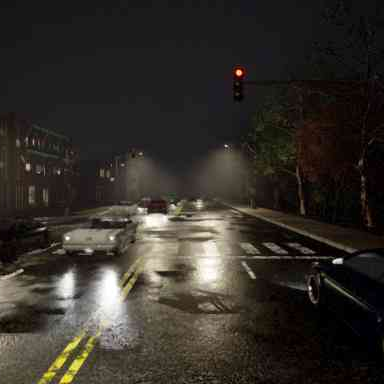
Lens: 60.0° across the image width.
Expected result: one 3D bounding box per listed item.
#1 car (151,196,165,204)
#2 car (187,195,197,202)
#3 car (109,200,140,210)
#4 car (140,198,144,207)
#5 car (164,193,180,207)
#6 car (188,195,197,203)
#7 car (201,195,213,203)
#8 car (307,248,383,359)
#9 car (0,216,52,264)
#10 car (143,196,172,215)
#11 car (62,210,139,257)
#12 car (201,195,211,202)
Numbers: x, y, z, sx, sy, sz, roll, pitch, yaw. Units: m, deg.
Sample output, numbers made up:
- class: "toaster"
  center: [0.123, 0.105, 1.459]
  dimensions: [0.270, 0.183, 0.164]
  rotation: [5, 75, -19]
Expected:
- class: "car"
  center: [-6.555, 1.469, 64.920]
  dimensions: [2.128, 1.511, 4.902]
  rotation: [0, 0, 0]
- class: "car"
  center: [-0.017, 1.493, 79.758]
  dimensions: [2.128, 1.511, 4.902]
  rotation: [0, 0, 0]
- class: "car"
  center: [-6.608, 1.592, 32.151]
  dimensions: [1.895, 1.301, 4.718]
  rotation: [0, 0, 0]
- class: "car"
  center: [-6.606, 1.548, 48.097]
  dimensions: [1.994, 1.385, 4.181]
  rotation: [0, 0, 0]
- class: "car"
  center: [-3.357, 1.204, 50.600]
  dimensions: [2.150, 2.045, 5.566]
  rotation: [0, 0, 0]
- class: "car"
  center: [0.086, 1.500, 69.677]
  dimensions: [1.812, 1.442, 4.674]
  rotation: [0, 0, 0]
- class: "car"
  center: [3.337, 1.466, 68.349]
  dimensions: [2.128, 1.511, 4.902]
  rotation: [0, 0, 0]
- class: "car"
  center: [3.337, 1.563, 5.254]
  dimensions: [1.994, 1.385, 4.181]
  rotation: [0, 0, 1]
- class: "car"
  center: [-6.603, 1.562, 11.698]
  dimensions: [1.994, 1.385, 4.181]
  rotation: [0, 0, 0]
- class: "car"
  center: [-3.356, 1.468, 33.471]
  dimensions: [1.882, 1.535, 5.008]
  rotation: [0, 0, 0]
- class: "car"
  center: [-3.353, 1.598, 13.031]
  dimensions: [1.895, 1.301, 4.718]
  rotation: [0, 0, 0]
- class: "car"
  center: [3.231, 1.509, 78.533]
  dimensions: [2.033, 1.411, 5.357]
  rotation: [0, 0, 0]
